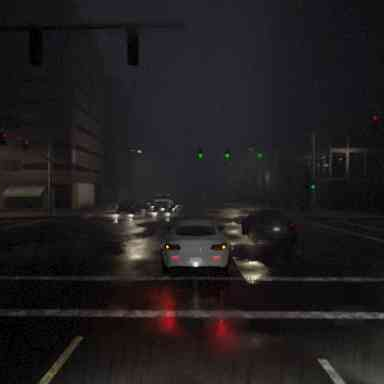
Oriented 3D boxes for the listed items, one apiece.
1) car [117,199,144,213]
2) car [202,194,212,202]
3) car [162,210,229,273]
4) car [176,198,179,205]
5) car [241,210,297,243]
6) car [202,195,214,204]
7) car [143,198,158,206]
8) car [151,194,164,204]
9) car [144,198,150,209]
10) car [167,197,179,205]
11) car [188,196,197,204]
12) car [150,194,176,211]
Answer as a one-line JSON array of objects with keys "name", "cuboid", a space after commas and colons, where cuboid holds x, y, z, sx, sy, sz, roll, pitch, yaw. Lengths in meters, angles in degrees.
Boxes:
[{"name": "car", "cuboid": [-7.122, 1.559, 37.591, 1.882, 1.535, 5.008, 0, 0, 1]}, {"name": "car", "cuboid": [3.501, 1.484, 78.454, 2.097, 1.767, 4.553, 0, 0, 0]}, {"name": "car", "cuboid": [0.094, 1.525, 10.569, 1.812, 1.442, 4.674, 0, 0, 0]}, {"name": "car", "cuboid": [-3.570, 1.590, 52.079, 1.882, 1.535, 5.008, 0, 0, 0]}, {"name": "car", "cuboid": [3.596, 1.555, 16.133, 1.994, 1.385, 4.181, 0, 0, 0]}, {"name": "car", "cuboid": [3.501, 1.697, 69.928, 1.994, 1.385, 4.181, 0, 0, 0]}, {"name": "car", "cuboid": [-7.034, 1.687, 57.311, 1.994, 1.385, 4.181, 0, 0, 1]}, {"name": "car", "cuboid": [-6.999, 1.369, 68.003, 2.150, 2.045, 5.566, 0, 0, 0]}, {"name": "car", "cuboid": [-7.086, 1.649, 47.356, 2.033, 1.411, 5.357, 0, 0, 0]}, {"name": "car", "cuboid": [-3.499, 1.697, 61.916, 1.994, 1.385, 4.181, 0, 0, 0]}, {"name": "car", "cuboid": [0.102, 1.626, 68.885, 1.882, 1.535, 5.008, 0, 0, 0]}, {"name": "car", "cuboid": [-3.587, 1.313, 42.077, 2.150, 2.045, 5.566, 0, 0, 0]}]
